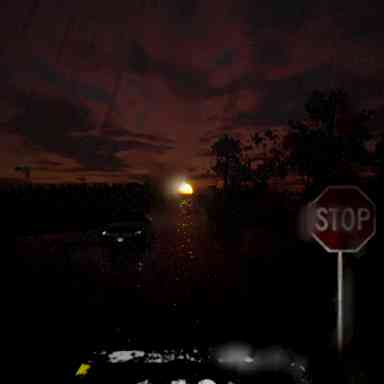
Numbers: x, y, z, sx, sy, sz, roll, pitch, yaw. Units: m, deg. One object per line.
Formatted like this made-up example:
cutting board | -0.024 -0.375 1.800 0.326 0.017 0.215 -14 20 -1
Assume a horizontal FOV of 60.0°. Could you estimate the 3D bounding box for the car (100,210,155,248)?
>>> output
car | -2.769 1.589 15.141 1.812 1.442 4.674 0 0 0
